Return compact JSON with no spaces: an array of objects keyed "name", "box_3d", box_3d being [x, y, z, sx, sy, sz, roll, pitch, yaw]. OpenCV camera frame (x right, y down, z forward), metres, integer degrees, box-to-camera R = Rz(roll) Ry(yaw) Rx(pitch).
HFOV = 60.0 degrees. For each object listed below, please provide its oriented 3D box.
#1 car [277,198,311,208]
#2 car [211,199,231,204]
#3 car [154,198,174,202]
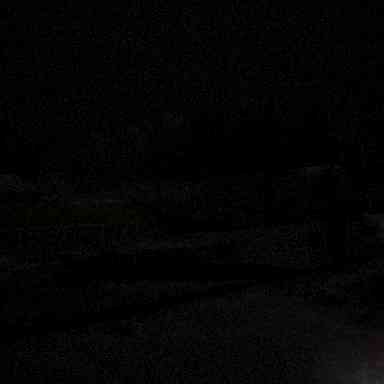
[{"name":"car","box_3d":[11.648,1.505,37.192,1.837,1.490,4.892,0,0,-35]},{"name":"car","box_3d":[3.898,1.600,48.298,1.895,1.301,4.718,0,0,-35]},{"name":"car","box_3d":[-5.184,1.668,61.466,1.895,1.301,4.718,0,0,-35]}]
